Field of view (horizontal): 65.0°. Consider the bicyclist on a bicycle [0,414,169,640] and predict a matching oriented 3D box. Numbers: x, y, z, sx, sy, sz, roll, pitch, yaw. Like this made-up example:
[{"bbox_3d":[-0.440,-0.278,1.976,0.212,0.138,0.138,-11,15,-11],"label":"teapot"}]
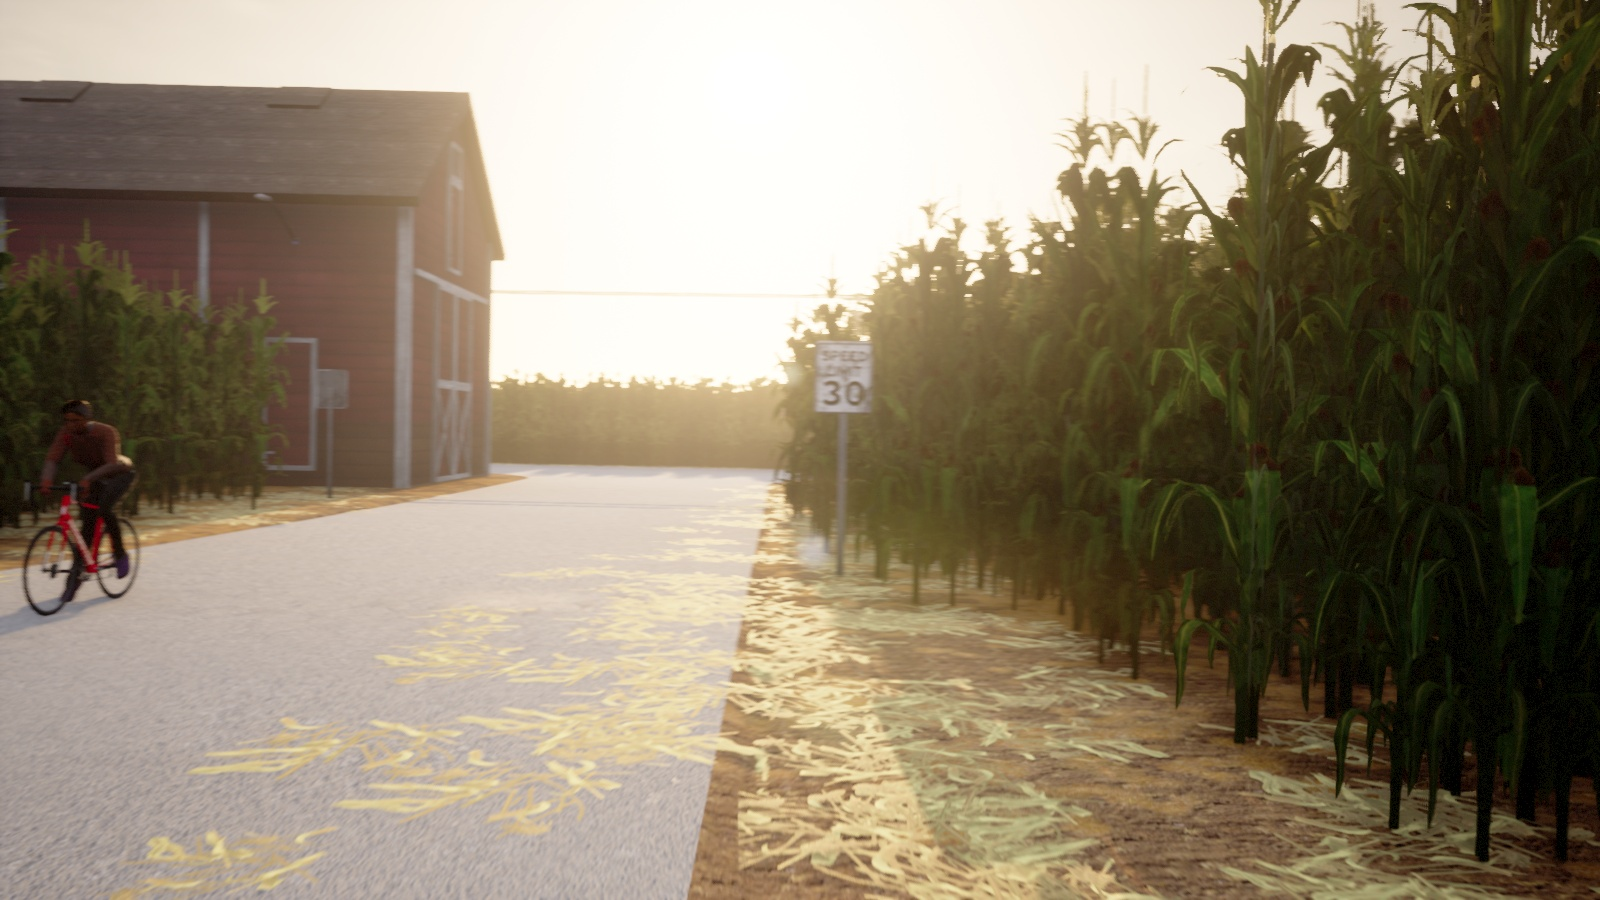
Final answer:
[{"bbox_3d":[-5.619,0.537,9.788,0.582,1.620,1.656,0,1,-1],"label":"bicyclist on a bicycle"}]
